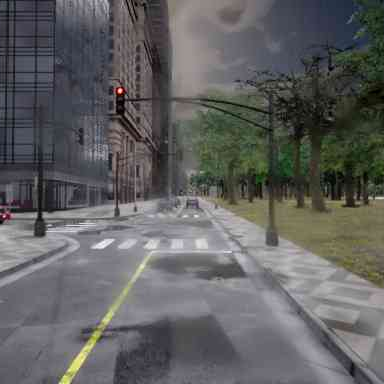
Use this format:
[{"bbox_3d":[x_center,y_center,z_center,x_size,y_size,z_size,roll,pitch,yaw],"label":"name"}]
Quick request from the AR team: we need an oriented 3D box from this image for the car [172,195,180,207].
[{"bbox_3d":[-3.114,1.624,49.506,1.837,1.490,4.892,0,0,0],"label":"car"}]

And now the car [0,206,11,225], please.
[{"bbox_3d":[-14.825,1.220,21.495,5.566,2.045,2.150,0,-2,0],"label":"car"}]

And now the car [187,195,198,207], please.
[{"bbox_3d":[0.083,1.631,54.752,2.128,1.511,4.902,0,0,0],"label":"car"}]

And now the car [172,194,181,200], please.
[{"bbox_3d":[-3.094,1.666,59.917,1.837,1.490,4.892,0,0,0],"label":"car"}]

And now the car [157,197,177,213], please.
[{"bbox_3d":[-3.141,1.627,39.373,2.033,1.411,5.357,0,0,-4],"label":"car"}]
